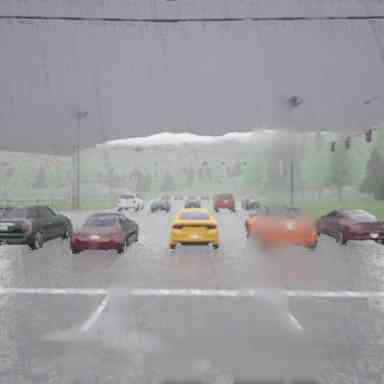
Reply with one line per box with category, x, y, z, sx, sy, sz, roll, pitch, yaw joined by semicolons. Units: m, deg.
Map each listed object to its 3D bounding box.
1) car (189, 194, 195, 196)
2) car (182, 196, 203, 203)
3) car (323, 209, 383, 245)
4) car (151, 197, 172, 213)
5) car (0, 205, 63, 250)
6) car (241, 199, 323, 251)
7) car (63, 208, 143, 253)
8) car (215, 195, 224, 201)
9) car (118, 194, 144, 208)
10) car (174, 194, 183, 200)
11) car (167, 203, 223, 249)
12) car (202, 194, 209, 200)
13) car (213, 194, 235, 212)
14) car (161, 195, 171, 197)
car;0.007;1.457;85.292;2.033;1.411;5.357;0;0;0
car;0.089;1.487;39.712;1.812;1.442;4.674;0;0;0
car;7.101;1.511;15.257;1.812;1.442;4.674;0;0;0
car;-3.399;1.565;37.125;1.895;1.301;4.718;0;0;0
car;-6.899;1.338;14.377;2.097;1.767;4.553;0;0;0
car;3.601;1.339;14.265;2.097;1.767;4.553;0;0;0
car;-3.399;1.551;13.613;1.994;1.385;4.181;0;0;0
car;7.006;1.441;85.485;1.812;1.442;4.674;0;0;0
car;-6.899;1.185;37.885;2.150;2.045;5.566;0;0;0
car;-3.493;1.469;85.929;1.994;1.385;4.181;0;0;0
car;0.101;1.463;14.574;1.882;1.535;5.008;0;0;0
car;3.507;1.441;85.483;1.812;1.442;4.674;0;0;0
car;3.602;1.184;37.940;2.150;2.045;5.566;0;0;0
car;-6.993;1.442;85.634;2.128;1.511;4.902;0;0;0
